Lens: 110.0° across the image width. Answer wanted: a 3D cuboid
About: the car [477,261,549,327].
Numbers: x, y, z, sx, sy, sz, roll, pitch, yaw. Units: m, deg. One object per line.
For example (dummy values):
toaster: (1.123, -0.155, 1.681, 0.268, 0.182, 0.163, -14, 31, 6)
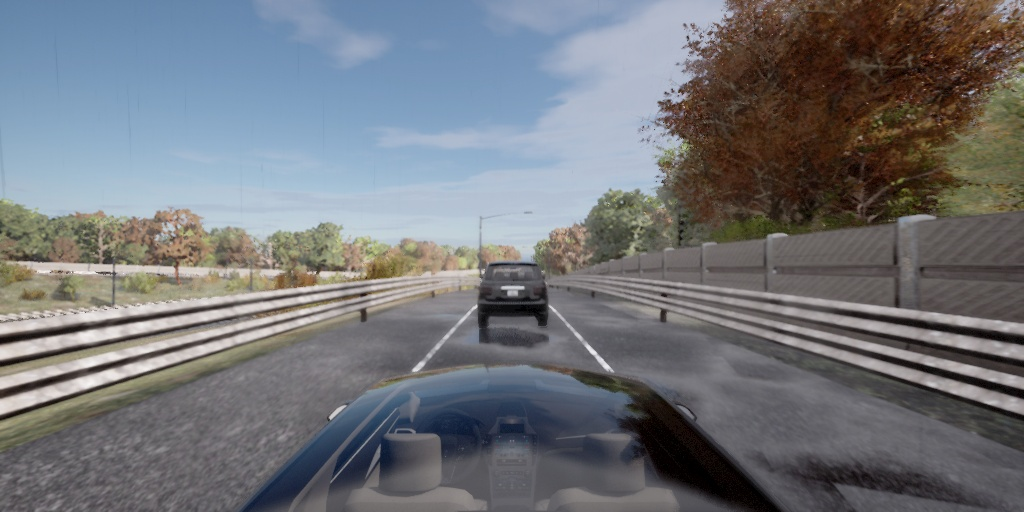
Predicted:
car: (0.036, 1.202, 12.665, 2.150, 2.045, 5.566, 0, -1, 0)
